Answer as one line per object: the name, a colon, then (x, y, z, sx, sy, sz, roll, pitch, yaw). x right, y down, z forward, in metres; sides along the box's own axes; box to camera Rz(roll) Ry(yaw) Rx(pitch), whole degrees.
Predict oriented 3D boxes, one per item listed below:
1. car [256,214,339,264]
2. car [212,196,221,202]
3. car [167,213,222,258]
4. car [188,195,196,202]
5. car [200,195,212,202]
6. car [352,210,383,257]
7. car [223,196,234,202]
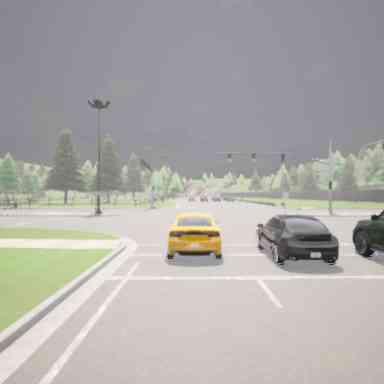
car: (3.588, 1.574, 12.034, 1.837, 1.490, 4.892, 0, 0, 0)
car: (7.010, 2.024, 92.037, 1.812, 1.442, 4.674, 0, 0, 0)
car: (0.091, 1.550, 13.059, 1.882, 1.535, 5.008, 0, 0, 0)
car: (0.010, 1.855, 92.009, 2.097, 1.767, 4.553, 0, 0, 0)
car: (3.510, 2.019, 91.621, 2.128, 1.511, 4.902, 0, 0, 0)
car: (7.080, 1.279, 10.122, 2.150, 2.045, 5.566, 0, 0, 0)
car: (10.510, 2.034, 91.620, 2.033, 1.411, 5.357, 0, 0, 0)
